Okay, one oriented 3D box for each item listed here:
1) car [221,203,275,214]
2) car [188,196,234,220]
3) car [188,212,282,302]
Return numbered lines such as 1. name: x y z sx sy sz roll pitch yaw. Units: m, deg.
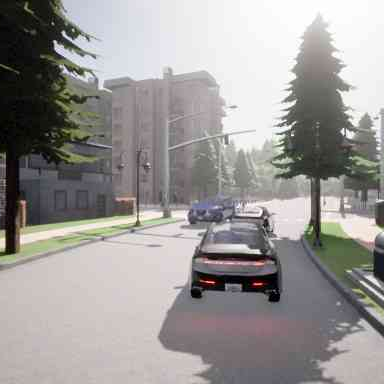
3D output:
1. car: 3.233 1.492 17.443 2.128 1.511 4.902 0 0 18
2. car: 1.599 1.328 24.081 2.150 2.045 5.566 0 0 23
3. car: 1.106 1.492 8.335 2.128 1.511 4.902 0 0 9
